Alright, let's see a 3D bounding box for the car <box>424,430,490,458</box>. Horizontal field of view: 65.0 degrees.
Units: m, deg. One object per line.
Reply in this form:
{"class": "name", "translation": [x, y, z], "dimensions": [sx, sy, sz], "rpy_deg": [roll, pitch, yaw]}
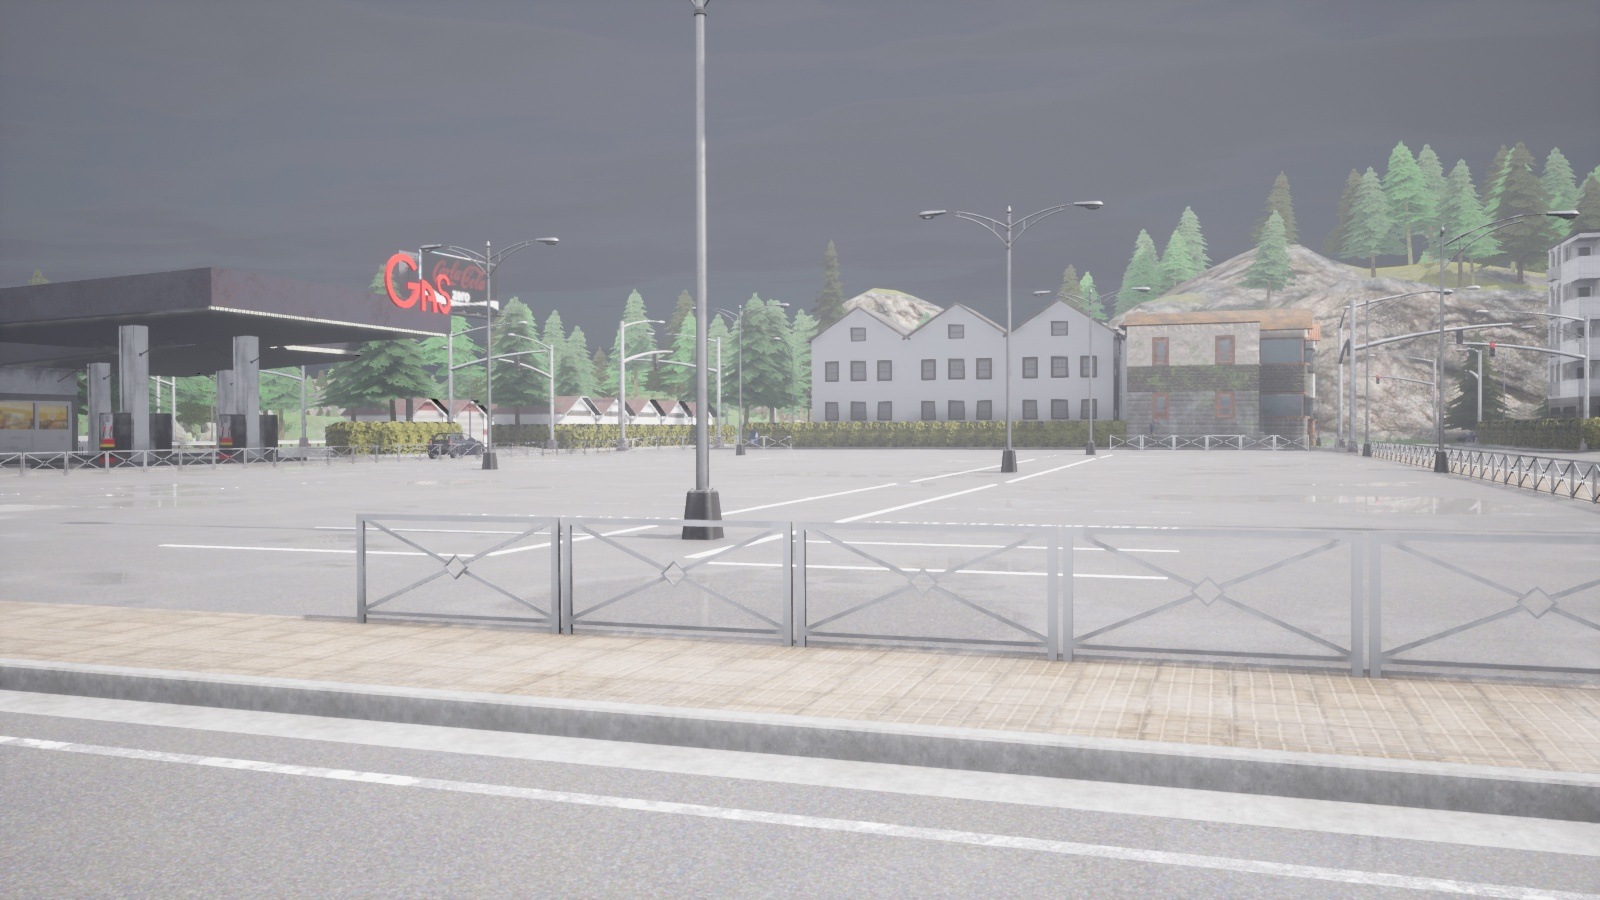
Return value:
{"class": "car", "translation": [-19.359, -0.370, 71.044], "dimensions": [1.845, 1.501, 3.633], "rpy_deg": [1, 1, 19]}
